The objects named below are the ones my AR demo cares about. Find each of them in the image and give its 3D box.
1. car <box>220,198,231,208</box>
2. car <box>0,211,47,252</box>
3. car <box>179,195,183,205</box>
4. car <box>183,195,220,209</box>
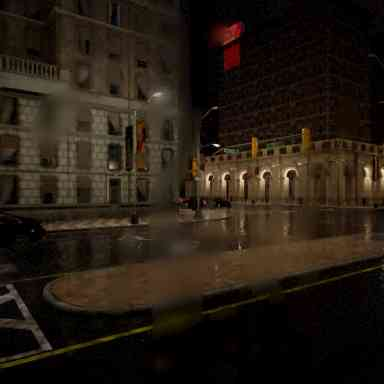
[{"bbox_3d":[3.530,1.478,47.803,1.882,1.535,5.008,0,0,-36],"label":"car"},{"bbox_3d":[-8.073,1.491,12.358,4.902,1.511,2.128,0,0,-35],"label":"car"},{"bbox_3d":[-2.212,1.352,55.901,2.097,1.767,4.553,0,0,-35],"label":"car"},{"bbox_3d":[1.234,1.352,44.999,2.097,1.767,4.553,0,0,-35],"label":"car"}]
